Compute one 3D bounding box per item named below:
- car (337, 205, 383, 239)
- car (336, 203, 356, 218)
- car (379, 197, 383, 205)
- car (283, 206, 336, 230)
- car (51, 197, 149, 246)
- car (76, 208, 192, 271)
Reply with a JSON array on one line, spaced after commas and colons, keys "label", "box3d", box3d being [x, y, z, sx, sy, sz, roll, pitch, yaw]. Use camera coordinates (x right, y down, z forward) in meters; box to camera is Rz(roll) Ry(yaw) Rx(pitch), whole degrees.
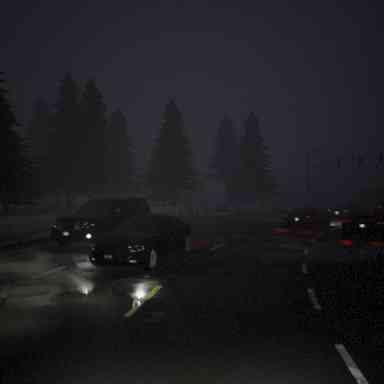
[{"label": "car", "box3d": [9.326, 1.621, 17.822, 1.994, 1.385, 4.181, 0, 0, 32]}, {"label": "car", "box3d": [13.196, 1.656, 28.144, 4.181, 1.385, 1.994, 0, 0, -41]}, {"label": "car", "box3d": [16.722, 1.309, 26.152, 5.566, 2.045, 2.150, 0, 0, -37]}, {"label": "car", "box3d": [7.632, 1.634, 21.847, 1.994, 1.385, 4.181, 0, 0, 38]}, {"label": "car", "box3d": [-3.863, 1.266, 15.426, 2.150, 2.045, 5.566, 0, 0, 22]}, {"label": "car", "box3d": [-1.506, 1.512, 11.472, 1.882, 1.535, 5.008, 0, 0, 18]}]
